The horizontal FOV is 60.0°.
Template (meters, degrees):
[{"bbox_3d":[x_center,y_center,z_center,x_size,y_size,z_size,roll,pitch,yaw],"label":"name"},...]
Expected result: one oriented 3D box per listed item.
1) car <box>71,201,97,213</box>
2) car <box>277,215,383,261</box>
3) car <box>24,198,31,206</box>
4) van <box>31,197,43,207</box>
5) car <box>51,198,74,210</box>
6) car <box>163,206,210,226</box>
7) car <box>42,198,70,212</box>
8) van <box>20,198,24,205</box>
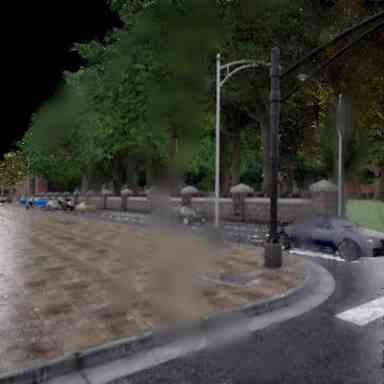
[{"bbox_3d":[-13.851,1.906,43.219,1.752,1.417,4.829,0,-1,-36],"label":"car"},{"bbox_3d":[5.065,1.561,12.237,1.994,1.385,4.181,1,-1,-36],"label":"car"},{"bbox_3d":[-33.635,2.084,70.894,2.192,1.841,5.009,0,-1,-36],"label":"car"},{"bbox_3d":[-30.322,2.042,66.258,1.690,1.788,3.998,0,-1,-36],"label":"van"},{"bbox_3d":[-20.380,1.819,52.354,2.192,1.841,5.009,0,-1,-36],"label":"car"},{"bbox_3d":[-0.495,1.702,24.542,2.008,1.369,4.403,0,-1,-36],"label":"car"},{"bbox_3d":[-18.489,1.858,45.188,1.837,1.490,4.892,1,-1,-36],"label":"car"},{"bbox_3d":[-40.263,2.252,80.163,1.690,1.788,3.998,0,-1,-36],"label":"van"}]
